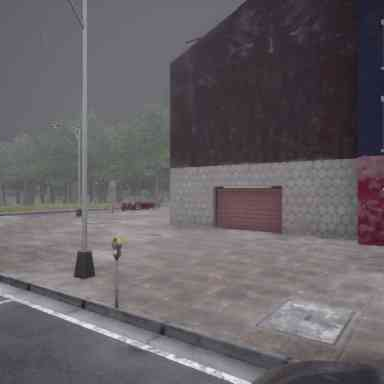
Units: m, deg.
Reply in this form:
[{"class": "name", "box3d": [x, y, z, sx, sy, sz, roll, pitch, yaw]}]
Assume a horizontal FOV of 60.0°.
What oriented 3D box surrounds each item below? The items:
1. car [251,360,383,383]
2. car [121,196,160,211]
[{"class": "car", "box3d": [2.105, 1.551, 1.305, 4.403, 1.369, 2.008, 0, 0, 36]}, {"class": "car", "box3d": [-5.537, 1.175, 36.407, 2.097, 1.767, 4.553, 0, 0, 36]}]
